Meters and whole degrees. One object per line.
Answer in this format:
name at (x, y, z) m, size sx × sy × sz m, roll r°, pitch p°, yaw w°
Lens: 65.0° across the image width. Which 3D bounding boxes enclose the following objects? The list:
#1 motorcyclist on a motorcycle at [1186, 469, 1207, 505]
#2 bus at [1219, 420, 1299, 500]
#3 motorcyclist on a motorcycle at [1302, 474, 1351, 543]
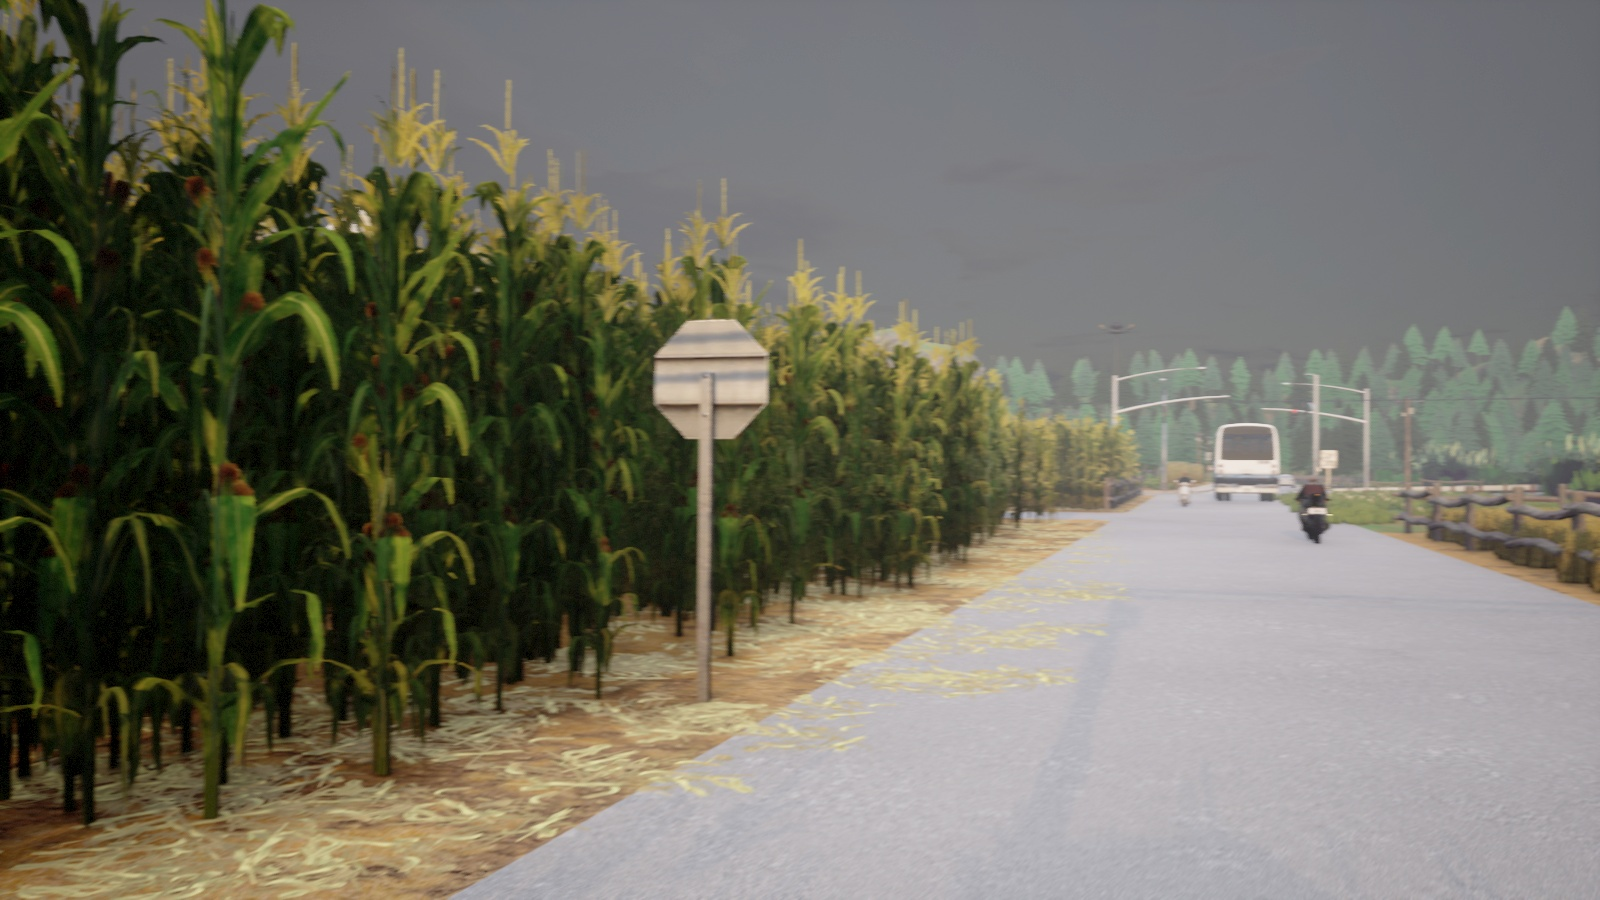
motorcyclist on a motorcycle at (17.986, 1.675, 56.935) m, size 0.866 × 1.590 × 1.817 m, roll 0°, pitch -1°, yaw 18°
bus at (26.240, 0.595, 72.282) m, size 3.944 × 4.253 × 10.273 m, roll 0°, pitch -1°, yaw 18°
motorcyclist on a motorcycle at (12.210, 1.318, 29.192) m, size 0.866 × 1.530 × 2.191 m, roll 0°, pitch -1°, yaw 18°
